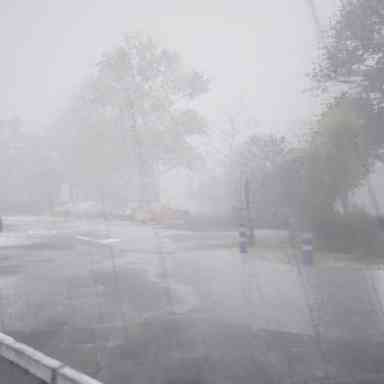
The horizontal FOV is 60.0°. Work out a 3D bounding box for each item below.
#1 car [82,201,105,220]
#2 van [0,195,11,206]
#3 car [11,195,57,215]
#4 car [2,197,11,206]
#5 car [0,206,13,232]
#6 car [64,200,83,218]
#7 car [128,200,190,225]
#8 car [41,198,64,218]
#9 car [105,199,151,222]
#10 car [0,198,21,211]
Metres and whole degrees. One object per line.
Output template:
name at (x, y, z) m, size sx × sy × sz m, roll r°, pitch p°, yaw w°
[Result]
car at (-6.542, 1.626, 28.655) m, size 2.163 × 1.488 × 4.792 m, roll 0°, pitch 0°, yaw 36°
van at (-20.001, 1.304, 38.613) m, size 1.878 × 1.987 × 4.442 m, roll 0°, pitch 0°, yaw 36°
car at (-15.471, 1.300, 35.213) m, size 2.435 × 2.045 × 5.566 m, roll 0°, pitch 0°, yaw 36°
car at (-17.746, 1.569, 36.795) m, size 2.163 × 1.488 × 4.792 m, roll 0°, pitch 0°, yaw 36°
car at (-11.988, 1.646, 16.445) m, size 2.163 × 1.488 × 4.792 m, roll 0°, pitch 0°, yaw 36°
car at (-8.767, 1.625, 30.304) m, size 2.002 × 1.452 × 4.674 m, roll 0°, pitch 0°, yaw 36°
car at (-2.145, 1.618, 25.491) m, size 2.097 × 1.535 × 5.008 m, roll 0°, pitch 0°, yaw 36°
car at (-11.116, 1.571, 31.784) m, size 1.946 × 1.575 × 5.366 m, roll 0°, pitch 0°, yaw 36°
car at (-4.365, 1.482, 27.148) m, size 2.185 × 1.767 × 4.553 m, roll 0°, pitch 0°, yaw 36°
car at (-24.431, 1.555, 41.722) m, size 2.163 × 1.488 × 4.792 m, roll 0°, pitch 0°, yaw 36°
